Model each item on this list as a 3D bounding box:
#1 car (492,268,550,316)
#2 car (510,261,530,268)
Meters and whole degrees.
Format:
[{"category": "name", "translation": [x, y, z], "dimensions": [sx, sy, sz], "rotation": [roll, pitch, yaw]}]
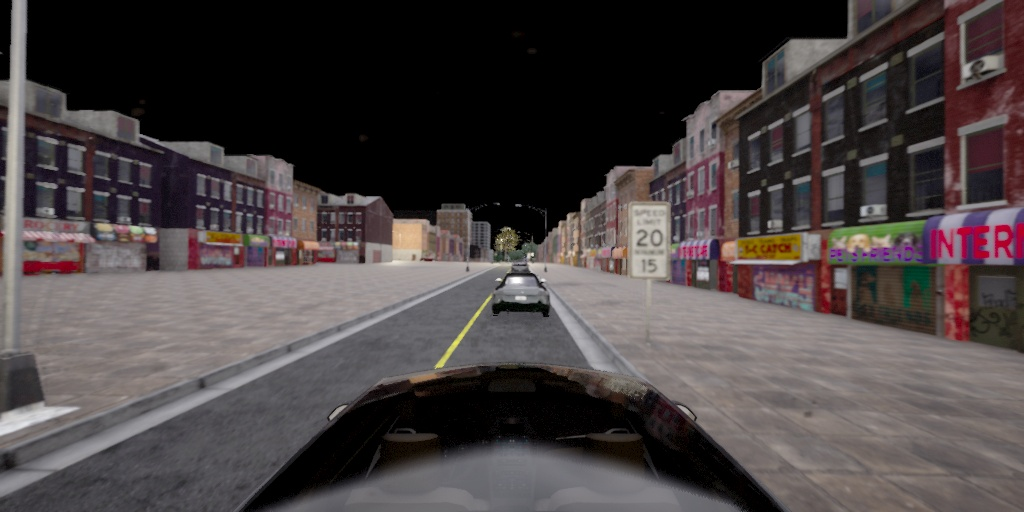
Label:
[{"category": "car", "translation": [0.327, 1.312, 13.438], "dimensions": [1.994, 1.385, 4.181], "rotation": [1, 0, 1]}, {"category": "car", "translation": [0.856, 1.225, 38.170], "dimensions": [2.128, 1.511, 4.902], "rotation": [1, 0, 1]}]
